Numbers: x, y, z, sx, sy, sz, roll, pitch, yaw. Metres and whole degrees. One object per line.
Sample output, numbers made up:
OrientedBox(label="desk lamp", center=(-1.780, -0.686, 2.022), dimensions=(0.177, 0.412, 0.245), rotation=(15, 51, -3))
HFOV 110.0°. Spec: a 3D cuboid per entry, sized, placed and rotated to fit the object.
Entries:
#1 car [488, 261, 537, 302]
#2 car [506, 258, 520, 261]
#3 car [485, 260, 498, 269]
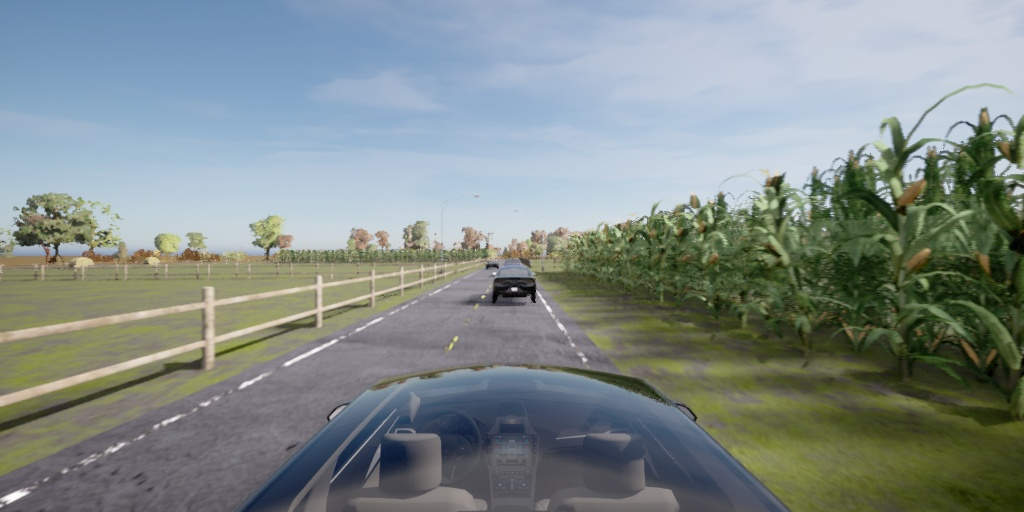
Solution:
OrientedBox(label="car", center=(0.096, 1.190, 16.894), dimensions=(1.882, 1.535, 5.008), rotation=(0, 0, 0))
OrientedBox(label="car", center=(0.093, 1.019, 35.231), dimensions=(2.097, 1.767, 4.553), rotation=(0, 0, 0))
OrientedBox(label="car", center=(-2.760, 1.231, 51.022), dimensions=(1.895, 1.301, 4.718), rotation=(0, 0, 0))
